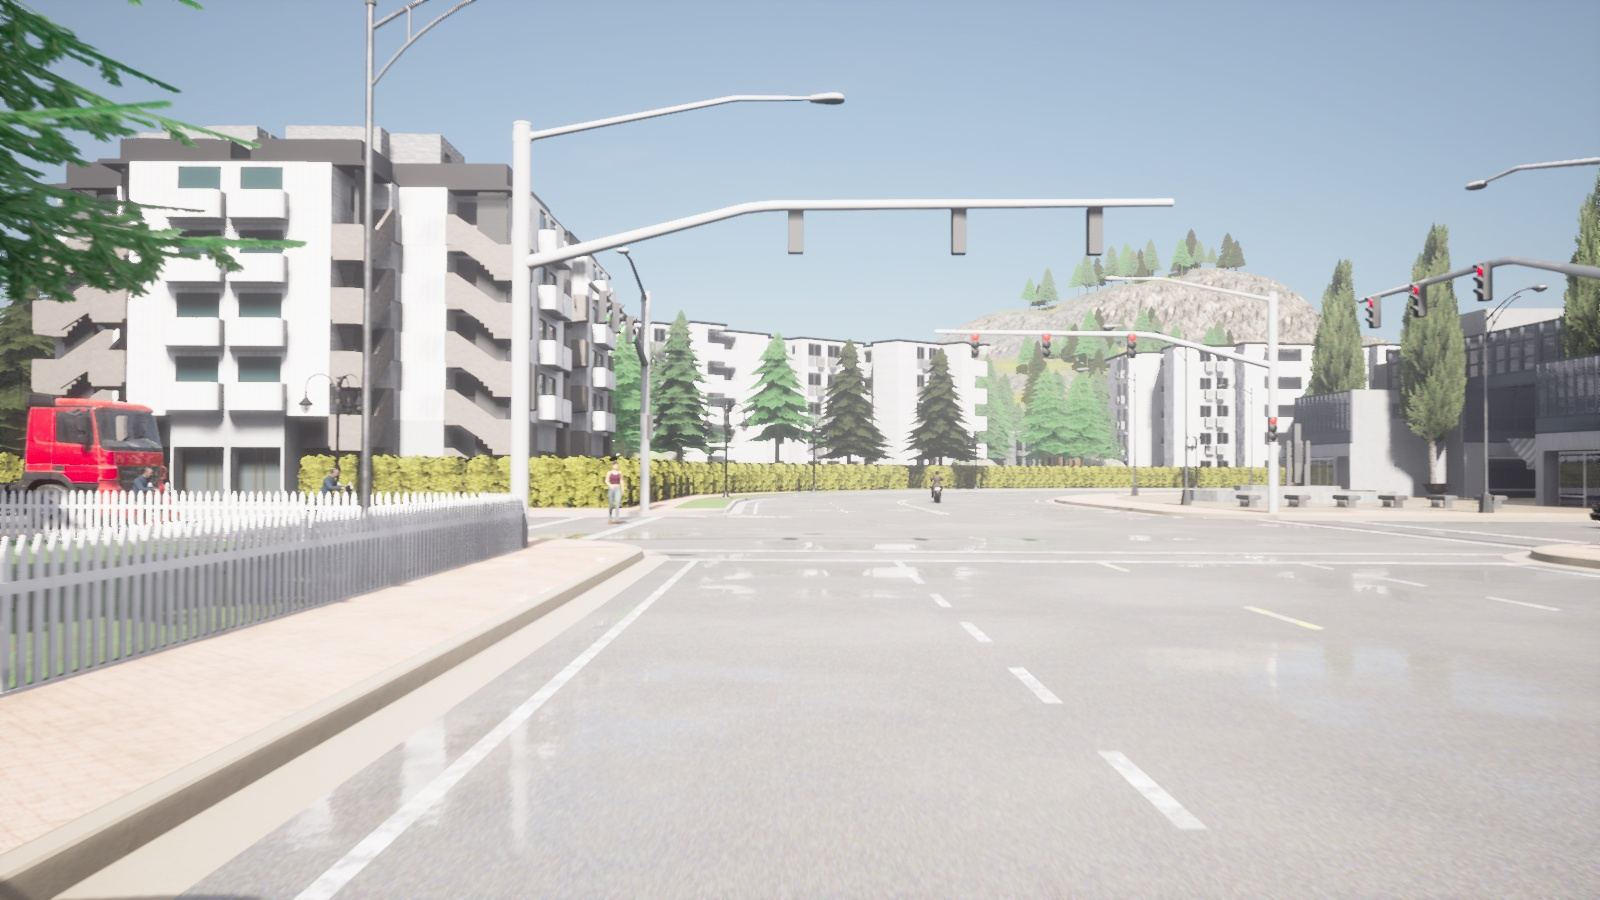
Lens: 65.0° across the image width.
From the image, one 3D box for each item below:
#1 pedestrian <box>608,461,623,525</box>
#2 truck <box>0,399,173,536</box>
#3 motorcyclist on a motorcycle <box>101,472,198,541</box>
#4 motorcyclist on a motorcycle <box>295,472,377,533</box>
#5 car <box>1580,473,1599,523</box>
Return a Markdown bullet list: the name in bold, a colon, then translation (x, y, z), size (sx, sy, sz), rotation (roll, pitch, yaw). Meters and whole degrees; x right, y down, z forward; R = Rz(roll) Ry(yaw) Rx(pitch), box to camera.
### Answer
- **pedestrian**: translation (-5.280, 1.228, 36.004), size (0.345, 1.836, 0.594), rotation (0, -1, -16)
- **truck**: translation (-21.245, 0.472, 33.166), size (7.936, 3.462, 2.891), rotation (0, -1, 1)
- **motorcyclist on a motorcycle**: translation (-15.273, 1.323, 29.515), size (1.817, 1.590, 0.866), rotation (0, -1, 1)
- **motorcyclist on a motorcycle**: translation (-12.165, 1.368, 32.945), size (1.817, 1.590, 0.866), rotation (0, -1, 1)
- **car**: translation (25.433, 1.356, 35.593), size (5.357, 1.411, 2.033), rotation (0, -1, 1)
